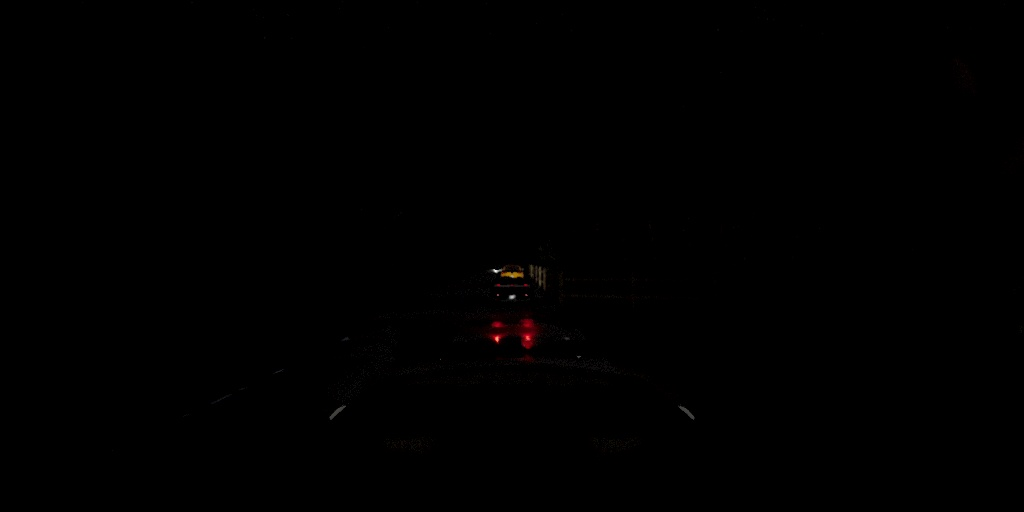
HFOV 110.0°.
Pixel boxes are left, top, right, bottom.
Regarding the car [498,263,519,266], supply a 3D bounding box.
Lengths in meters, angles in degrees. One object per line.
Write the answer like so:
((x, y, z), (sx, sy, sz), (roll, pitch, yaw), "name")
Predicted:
((0.020, 1.519, 31.338), (1.882, 1.535, 5.008), (0, 0, 0), "car")

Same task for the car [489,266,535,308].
((0.011, 1.380, 16.156), (2.128, 1.511, 4.902), (0, 0, 0), "car")
